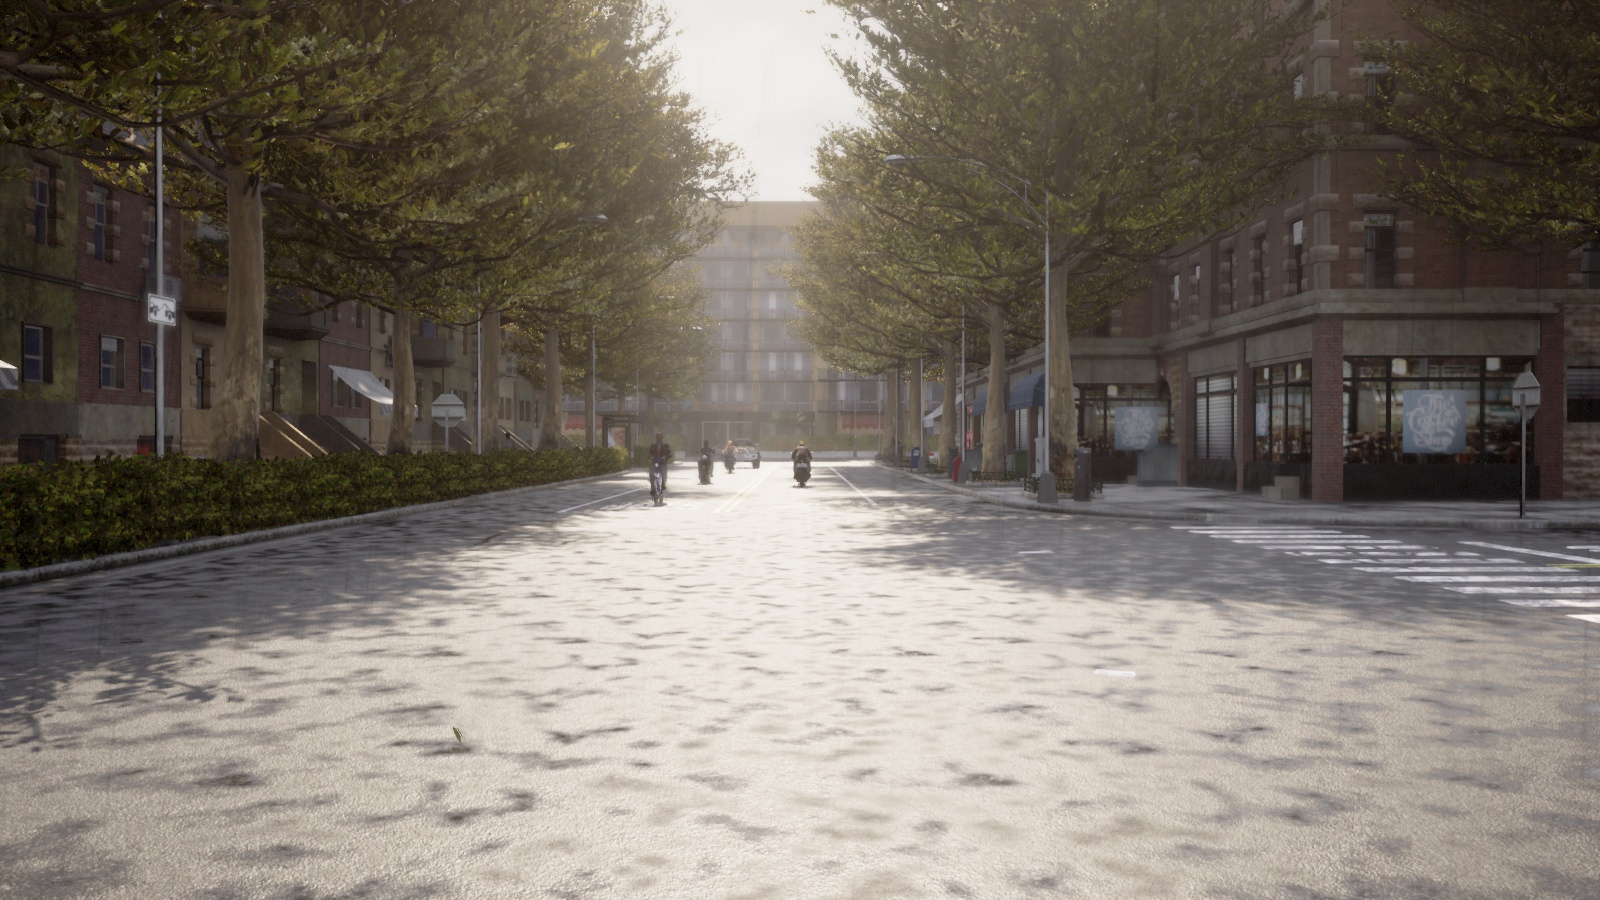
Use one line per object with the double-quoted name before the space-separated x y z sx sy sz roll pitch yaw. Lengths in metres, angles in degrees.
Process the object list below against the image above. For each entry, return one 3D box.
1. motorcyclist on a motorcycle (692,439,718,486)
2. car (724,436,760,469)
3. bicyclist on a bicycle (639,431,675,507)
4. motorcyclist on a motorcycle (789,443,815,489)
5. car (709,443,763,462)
"motorcyclist on a motorcycle" -3.430 0.435 45.585 0.766 1.649 2.350 0 1 0
"car" -3.399 0.138 74.308 1.932 1.855 4.605 0 0 0
"bicyclist on a bicycle" -3.441 0.441 30.417 0.659 1.776 1.843 0 0 0
"motorcyclist on a motorcycle" 0.068 0.534 43.467 0.866 1.530 2.191 0 0 0
"car" -5.005 0.193 99.094 4.193 1.474 1.816 0 0 0
